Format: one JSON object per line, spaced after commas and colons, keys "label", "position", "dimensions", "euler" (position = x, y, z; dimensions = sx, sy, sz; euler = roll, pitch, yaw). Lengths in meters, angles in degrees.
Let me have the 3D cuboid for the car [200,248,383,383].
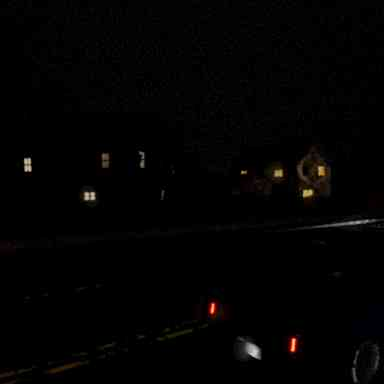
{"label": "car", "position": [2.527, 1.587, 5.239], "dimensions": [4.718, 1.301, 1.895], "euler": [0, 0, -35]}
